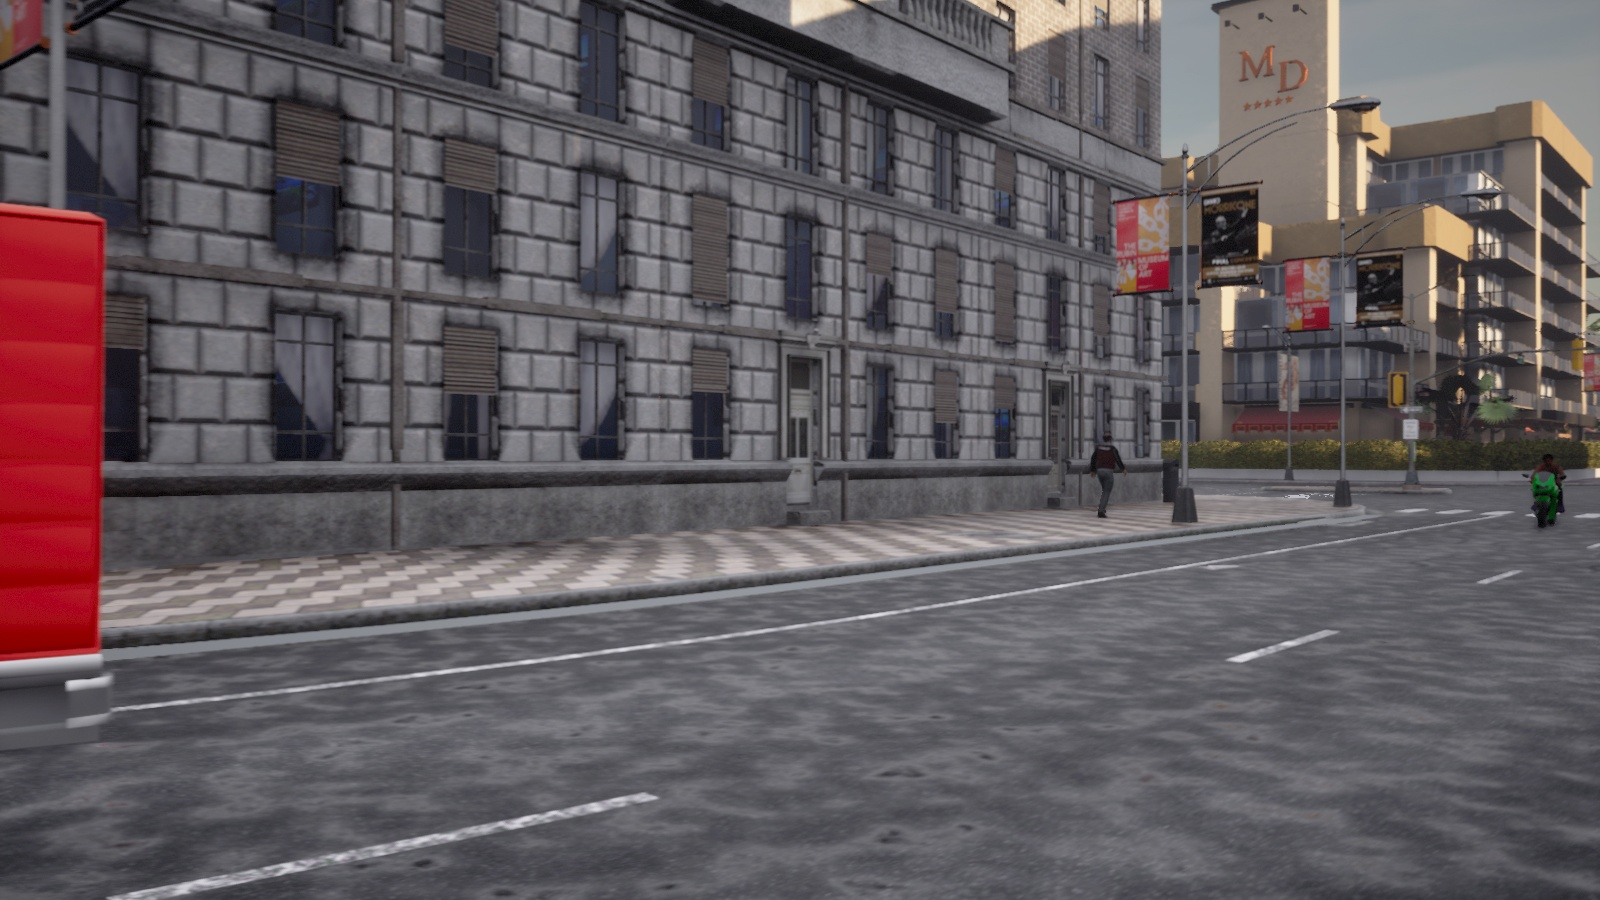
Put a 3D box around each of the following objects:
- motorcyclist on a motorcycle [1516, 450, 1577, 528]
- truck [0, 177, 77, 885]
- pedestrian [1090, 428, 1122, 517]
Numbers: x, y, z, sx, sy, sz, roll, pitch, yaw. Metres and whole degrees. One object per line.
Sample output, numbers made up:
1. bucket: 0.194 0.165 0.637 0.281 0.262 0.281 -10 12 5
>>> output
1. motorcyclist on a motorcycle: 15.399 0.767 25.880 0.797 1.523 2.044 3 1 37
2. truck: -5.484 0.285 4.095 5.204 2.467 2.627 0 0 -35
3. pedestrian: 6.448 0.467 26.453 0.376 1.854 0.720 0 0 41
